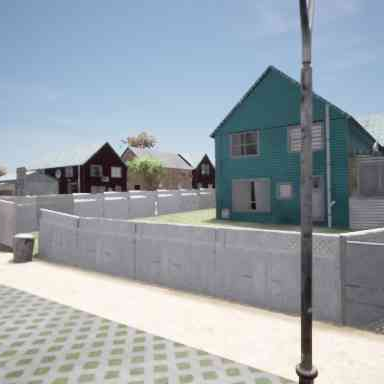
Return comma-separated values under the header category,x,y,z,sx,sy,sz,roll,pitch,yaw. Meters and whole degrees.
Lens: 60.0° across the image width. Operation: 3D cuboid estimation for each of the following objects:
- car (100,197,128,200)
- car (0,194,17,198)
category,x,y,z,sx,sy,sz,roll,pitch,yaw
car,-6.861,0.942,29.636,1.837,1.490,4.892,-1,1,35
car,-12.737,1.062,21.437,2.097,1.767,4.553,-1,1,37
